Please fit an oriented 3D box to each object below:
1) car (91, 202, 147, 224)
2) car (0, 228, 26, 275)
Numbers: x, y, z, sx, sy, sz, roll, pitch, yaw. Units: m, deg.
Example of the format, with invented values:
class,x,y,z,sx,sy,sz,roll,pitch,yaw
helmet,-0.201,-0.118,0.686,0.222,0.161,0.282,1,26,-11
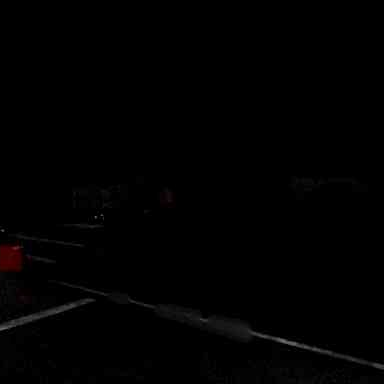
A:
class,x,y,z,sx,sy,sz,roll,pitch,yaw
car,-5.619,1.580,26.135,1.837,1.490,4.892,0,0,35
car,-6.446,1.627,9.787,1.994,1.385,4.181,0,0,-43
